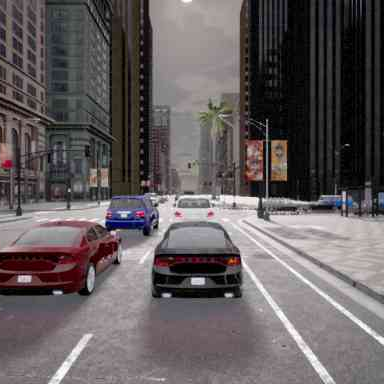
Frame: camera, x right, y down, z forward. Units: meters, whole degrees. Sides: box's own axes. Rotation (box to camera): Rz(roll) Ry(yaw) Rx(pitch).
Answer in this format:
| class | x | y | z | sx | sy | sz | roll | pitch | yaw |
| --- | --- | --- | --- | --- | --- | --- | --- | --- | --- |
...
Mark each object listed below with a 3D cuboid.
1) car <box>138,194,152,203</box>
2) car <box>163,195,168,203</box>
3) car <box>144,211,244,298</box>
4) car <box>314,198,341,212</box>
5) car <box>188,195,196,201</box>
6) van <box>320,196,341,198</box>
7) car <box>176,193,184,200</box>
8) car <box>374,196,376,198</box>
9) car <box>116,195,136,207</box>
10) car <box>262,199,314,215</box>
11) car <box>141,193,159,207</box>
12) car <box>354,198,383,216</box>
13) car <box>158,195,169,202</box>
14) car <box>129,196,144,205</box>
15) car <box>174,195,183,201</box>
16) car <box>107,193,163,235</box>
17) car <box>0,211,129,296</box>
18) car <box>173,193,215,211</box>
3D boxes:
| class | x | y | z | sx | sy | sz | roll | pitch | yaw |
| --- | --- | --- | --- | --- | --- | --- | --- | --- | --- |
| car | -9.753 | 1.359 | 69.227 | 2.097 | 1.767 | 4.553 | 0 | 0 | 0 |
| car | -6.538 | 1.493 | 64.840 | 2.128 | 1.511 | 4.902 | 0 | 0 | 2 |
| car | 0.098 | 1.477 | 8.551 | 1.882 | 1.535 | 5.008 | 0 | 0 | 0 |
| car | 14.243 | 1.584 | 37.068 | 4.718 | 1.301 | 1.895 | 0 | 0 | 0 |
| car | -0.004 | 1.505 | 83.177 | 1.837 | 1.490 | 4.892 | 0 | 0 | 0 |
| van | 17.064 | 1.315 | 39.730 | 3.998 | 1.788 | 1.690 | 0 | 0 | 0 |
| car | -3.254 | 1.194 | 91.973 | 2.097 | 1.767 | 4.553 | 0 | 0 | 0 |
| car | 24.001 | 1.198 | 37.067 | 5.566 | 2.045 | 2.150 | 0 | 0 | 0 |
| car | -9.876 | 1.354 | 50.320 | 2.097 | 1.767 | 4.553 | 0 | 0 | 1 |
| car | 9.351 | 1.487 | 33.996 | 4.902 | 1.511 | 2.128 | 0 | 0 | 2 |
| car | -6.594 | 1.223 | 52.523 | 2.150 | 2.045 | 5.566 | 0 | 0 | 0 |
| car | 17.069 | 1.549 | 31.206 | 4.403 | 1.369 | 2.008 | 0 | 0 | 0 |
| car | -6.503 | 1.530 | 75.562 | 2.128 | 1.511 | 4.902 | 0 | 0 | 0 |
| car | -9.833 | 1.528 | 59.014 | 1.812 | 1.442 | 4.674 | 0 | 0 | 0 |
| car | -3.254 | 1.497 | 81.583 | 1.837 | 1.490 | 4.892 | 0 | 0 | 0 |
| car | -3.180 | 1.221 | 18.570 | 2.150 | 2.045 | 5.566 | 0 | 0 | 2 |
| car | -3.150 | 1.477 | 8.706 | 1.882 | 1.535 | 5.008 | 0 | 0 | 0 |
| car | 0.101 | 1.221 | 18.511 | 2.150 | 2.045 | 5.566 | 0 | 0 | 0 |
